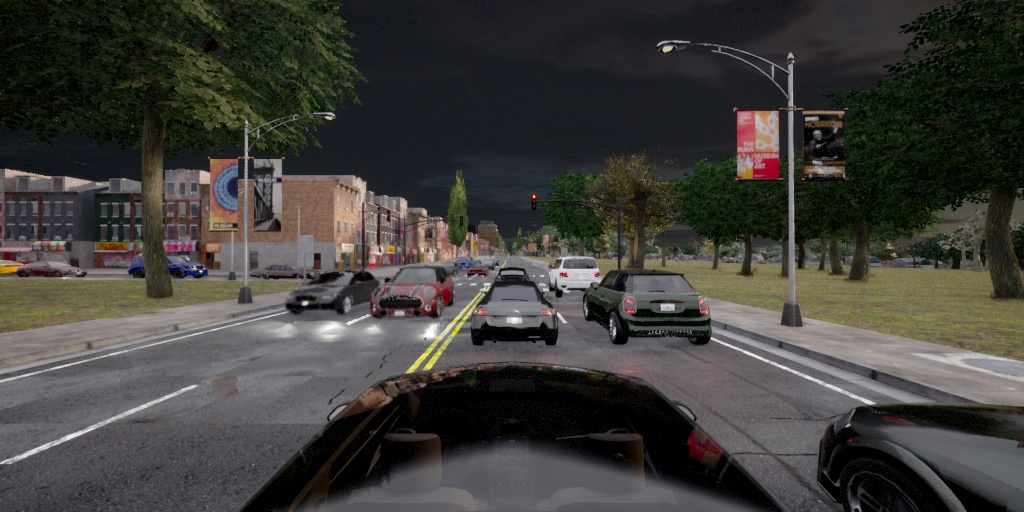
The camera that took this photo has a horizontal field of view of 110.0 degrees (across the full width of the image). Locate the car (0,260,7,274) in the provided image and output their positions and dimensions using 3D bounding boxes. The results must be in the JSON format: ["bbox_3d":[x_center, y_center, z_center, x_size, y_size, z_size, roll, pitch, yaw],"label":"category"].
[{"bbox_3d":[-48.963,1.118,33.837,5.008,1.535,1.882,0,0,0],"label":"car"}]

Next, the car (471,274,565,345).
[{"bbox_3d":[0.061,1.332,9.539,1.994,1.385,4.181,0,0,0],"label":"car"}]

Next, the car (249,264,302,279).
[{"bbox_3d":[-19.426,1.383,30.929,5.357,1.411,2.033,1,0,-3],"label":"car"}]

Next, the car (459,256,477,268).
[{"bbox_3d":[-6.684,1.053,51.533,2.150,2.045,5.566,0,0,0],"label":"car"}]

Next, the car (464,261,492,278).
[{"bbox_3d":[-3.413,1.487,36.474,1.895,1.301,4.718,0,0,0],"label":"car"}]

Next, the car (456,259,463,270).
[{"bbox_3d":[-6.666,1.393,37.846,1.837,1.490,4.892,0,0,0],"label":"car"}]

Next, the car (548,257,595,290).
[{"bbox_3d":[3.264,1.054,19.449,2.150,2.045,5.566,0,0,0],"label":"car"}]

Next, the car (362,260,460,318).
[{"bbox_3d":[-3.370,1.139,12.985,2.097,1.767,4.553,0,0,0],"label":"car"}]

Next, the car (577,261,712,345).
[{"bbox_3d":[3.313,1.121,9.736,2.097,1.767,4.553,0,0,0],"label":"car"}]

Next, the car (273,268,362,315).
[{"bbox_3d":[-6.621,1.301,13.899,1.837,1.490,4.892,0,-1,0],"label":"car"}]

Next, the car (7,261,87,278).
[{"bbox_3d":[-39.741,1.194,30.960,4.674,1.442,1.812,0,0,0],"label":"car"}]

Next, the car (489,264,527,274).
[{"bbox_3d":[0.014,1.331,18.451,1.837,1.490,4.892,0,0,0],"label":"car"}]

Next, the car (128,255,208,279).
[{"bbox_3d":[-29.623,0.963,30.962,5.566,2.045,2.150,1,0,0],"label":"car"}]

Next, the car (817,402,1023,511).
[{"bbox_3d":[3.341,1.314,1.008,1.994,1.385,4.181,0,0,0],"label":"car"}]

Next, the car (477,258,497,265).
[{"bbox_3d":[-3.432,1.314,50.410,1.882,1.535,5.008,0,1,0],"label":"car"}]
